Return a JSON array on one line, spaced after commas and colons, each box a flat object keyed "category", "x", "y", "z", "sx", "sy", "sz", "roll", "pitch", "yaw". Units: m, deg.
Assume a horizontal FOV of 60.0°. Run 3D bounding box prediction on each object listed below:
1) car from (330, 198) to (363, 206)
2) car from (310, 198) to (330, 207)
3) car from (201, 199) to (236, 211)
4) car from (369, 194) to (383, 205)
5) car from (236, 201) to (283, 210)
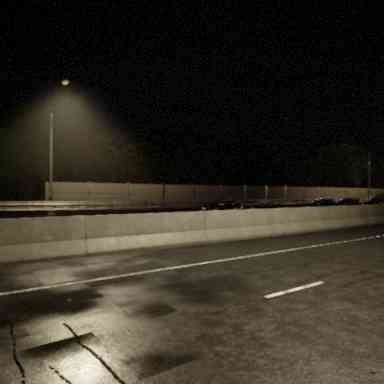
[{"category": "car", "x": 21.173, "y": 1.617, "z": 44.874, "sx": 4.892, "sy": 1.490, "sz": 1.837, "roll": 1, "pitch": 0, "yaw": -35}, {"category": "car", "x": 18.820, "y": 1.636, "z": 47.493, "sx": 4.674, "sy": 1.442, "sz": 1.812, "roll": 0, "pitch": 0, "yaw": -35}, {"category": "car", "x": 3.241, "y": 1.567, "z": 36.377, "sx": 4.892, "sy": 1.490, "sz": 1.837, "roll": 0, "pitch": 0, "yaw": -35}, {"category": "car", "x": 32.959, "y": 1.295, "z": 57.554, "sx": 5.566, "sy": 2.045, "sz": 2.150, "roll": 0, "pitch": 0, "yaw": -36}, {"category": "car", "x": 7.324, "y": 1.669, "z": 34.989, "sx": 4.718, "sy": 1.301, "sz": 1.895, "roll": 0, "pitch": 0, "yaw": -35}]
